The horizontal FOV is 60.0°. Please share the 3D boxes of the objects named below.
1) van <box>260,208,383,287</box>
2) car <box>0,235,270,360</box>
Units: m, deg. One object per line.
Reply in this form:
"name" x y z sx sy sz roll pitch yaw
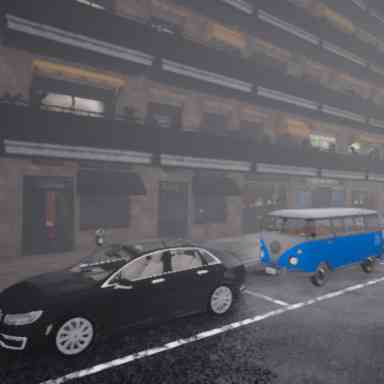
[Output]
"van" 3.589 1.349 9.106 3.998 1.788 1.690 0 1 -36
"car" -0.946 1.555 5.872 4.403 1.369 2.008 0 1 -36
